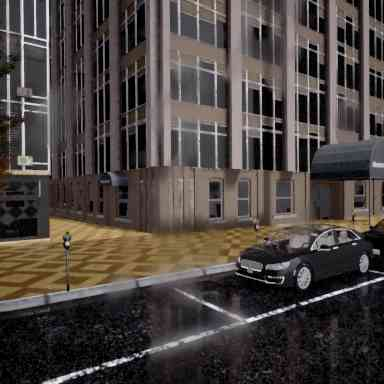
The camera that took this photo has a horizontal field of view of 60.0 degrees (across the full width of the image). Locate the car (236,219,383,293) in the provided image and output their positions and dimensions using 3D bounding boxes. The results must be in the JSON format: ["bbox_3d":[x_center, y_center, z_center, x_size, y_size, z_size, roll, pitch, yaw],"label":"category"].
[{"bbox_3d":[3.086,1.549,8.779,4.403,1.369,2.008,0,-1,-36],"label":"car"}]
